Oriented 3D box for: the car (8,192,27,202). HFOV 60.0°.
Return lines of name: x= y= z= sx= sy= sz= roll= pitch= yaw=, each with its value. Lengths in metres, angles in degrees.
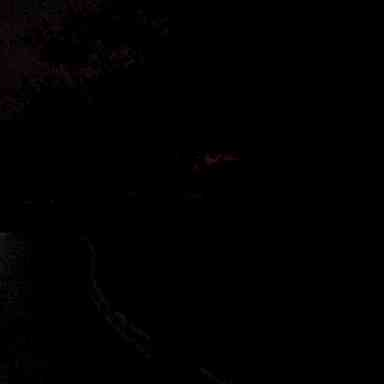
car: x=-29.656 y=0.819 z=56.425 sx=4.902 sy=1.511 sz=2.128 roll=3 pitch=2 yaw=44
